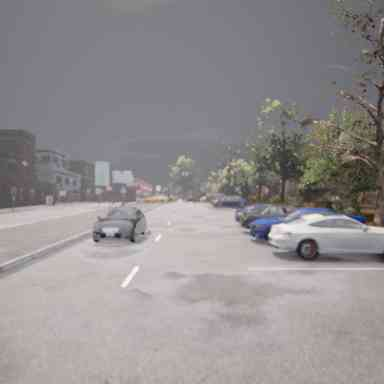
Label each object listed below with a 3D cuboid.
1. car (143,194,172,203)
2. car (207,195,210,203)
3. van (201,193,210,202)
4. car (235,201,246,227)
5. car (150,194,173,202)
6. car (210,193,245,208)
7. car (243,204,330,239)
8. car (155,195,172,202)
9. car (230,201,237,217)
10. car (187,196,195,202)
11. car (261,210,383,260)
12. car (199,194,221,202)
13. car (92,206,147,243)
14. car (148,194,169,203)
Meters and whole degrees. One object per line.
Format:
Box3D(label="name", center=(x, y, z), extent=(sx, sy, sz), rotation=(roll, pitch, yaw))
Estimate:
Box3D(label="car", center=(-7.561, 1.514, 70.295), extent=(5.366, 1.575, 1.946), rotation=(0, -1, 0))
Box3D(label="car", center=(5.047, 1.442, 48.961), extent=(4.674, 1.452, 2.002), rotation=(0, 0, 0))
Box3D(label="van", center=(4.780, 1.286, 69.757), extent=(4.442, 1.987, 1.878), rotation=(0, -1, 0))
Box3D(label="car", center=(5.081, 1.451, 18.179), extent=(4.892, 1.521, 2.231), rotation=(0, 0, 0))
Box3D(label="car", center=(-7.461, 1.512, 82.445), extent=(5.566, 2.045, 2.435), rotation=(0, -1, -1))
Box3D(label="car", center=(5.120, 1.280, 45.791), extent=(4.553, 1.767, 2.185), rotation=(0, 0, 0))
Box3D(label="car", center=(5.092, 1.455, 14.906), extent=(5.008, 1.535, 2.097), rotation=(0, 0, 0))
Box3D(label="car", center=(-7.537, 1.807, 88.393), extent=(4.553, 1.767, 2.185), rotation=(0, -2, -1))
Box3D(label="car", center=(5.084, 1.485, 21.455), extent=(4.674, 1.452, 2.002), rotation=(0, 0, 0))
Box3D(label="car", center=(-0.282, 1.705, 79.278), extent=(1.837, 1.490, 4.892), rotation=(0, -2, -1))
Box3D(label="car", center=(5.084, 1.501, 11.757), extent=(4.674, 1.452, 2.002), rotation=(0, 0, 0))
Box3D(label="car", center=(4.699, 1.627, 86.390), extent=(5.566, 2.045, 2.435), rotation=(0, -2, -1))
Box3D(label="car", center=(-3.318, 1.465, 15.994), extent=(2.128, 1.511, 4.902), rotation=(0, 0, 0))
Box3D(label="car", center=(-7.371, 1.437, 73.216), extent=(4.553, 1.767, 2.185), rotation=(0, -1, -1))
